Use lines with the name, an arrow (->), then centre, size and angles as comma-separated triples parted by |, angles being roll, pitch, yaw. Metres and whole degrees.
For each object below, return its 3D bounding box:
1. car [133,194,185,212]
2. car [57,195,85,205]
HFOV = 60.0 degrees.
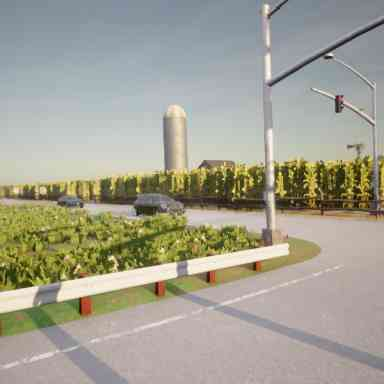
car -> -2.527, 0.943, 24.652 | 2.097, 1.767, 4.553 | -3, 2, -40
car -> -14.067, 1.165, 38.359 | 1.837, 1.490, 4.892 | -3, 1, -40
